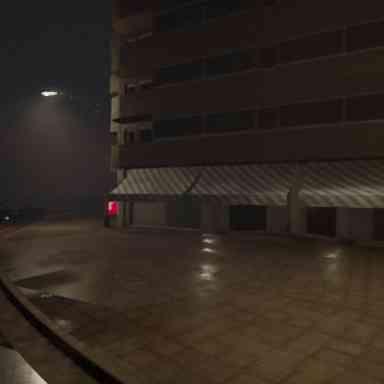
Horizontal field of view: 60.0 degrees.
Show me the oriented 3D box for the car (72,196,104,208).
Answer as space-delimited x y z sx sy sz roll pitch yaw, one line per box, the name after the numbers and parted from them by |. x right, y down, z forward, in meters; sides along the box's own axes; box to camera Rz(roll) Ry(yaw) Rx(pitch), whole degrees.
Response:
-14.551 1.384 46.759 2.128 1.511 4.902 0 0 27 | car

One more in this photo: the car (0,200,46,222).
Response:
-12.949 1.523 25.429 1.895 1.301 4.718 0 0 -2 | car

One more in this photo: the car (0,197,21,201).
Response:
-21.609 1.351 38.706 1.882 1.535 5.008 0 0 18 | car

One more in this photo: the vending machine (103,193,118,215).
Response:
-7.746 1.132 31.679 1.100 2.100 0.880 0 0 11 | vending machine
